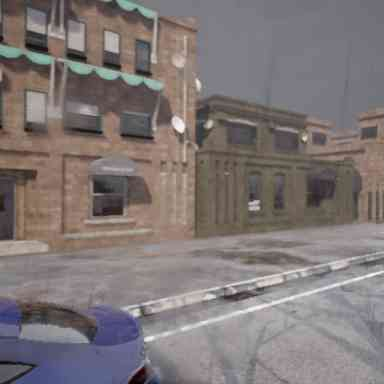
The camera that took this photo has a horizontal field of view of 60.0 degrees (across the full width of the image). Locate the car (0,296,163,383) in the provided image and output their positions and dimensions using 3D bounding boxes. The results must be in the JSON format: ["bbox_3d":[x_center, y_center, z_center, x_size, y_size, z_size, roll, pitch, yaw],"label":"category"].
[{"bbox_3d":[-2.401,1.526,1.972,4.674,1.442,1.812,0,0,-35],"label":"car"}]
